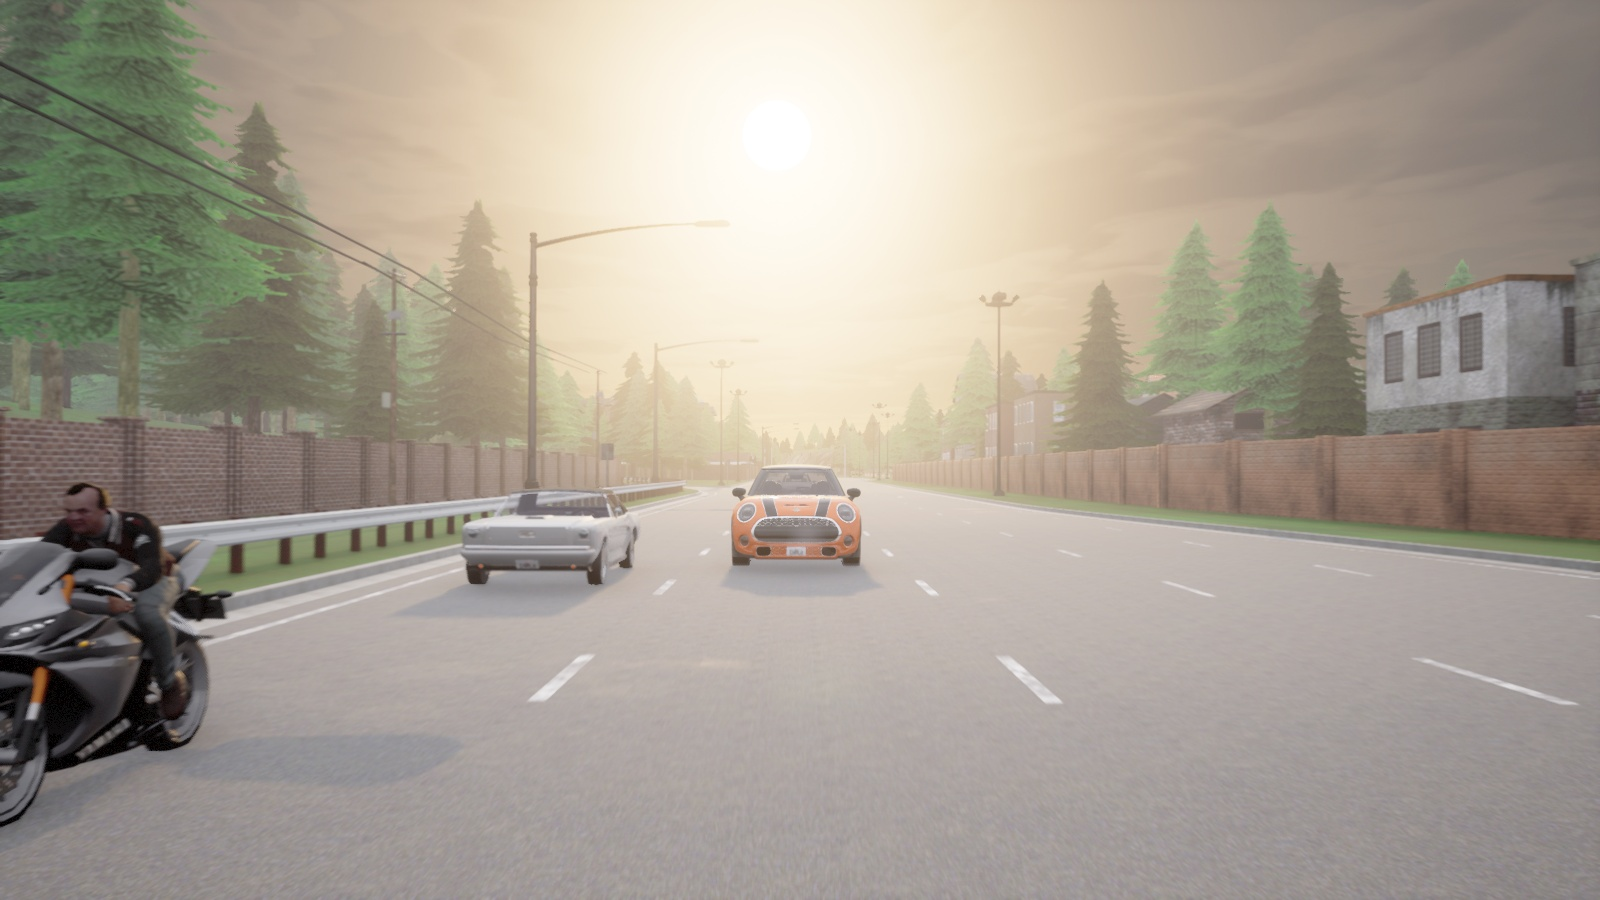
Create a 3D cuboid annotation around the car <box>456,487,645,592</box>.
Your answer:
[{"bbox_3d":[-3.545,1.242,18.735,1.895,1.301,4.718,0,-1,0],"label":"car"}]

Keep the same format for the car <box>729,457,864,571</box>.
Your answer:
[{"bbox_3d":[-0.054,1.038,21.851,2.097,1.767,4.553,0,-1,0],"label":"car"}]

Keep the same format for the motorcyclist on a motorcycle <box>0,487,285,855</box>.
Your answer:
[{"bbox_3d":[-3.516,0.971,6.428,0.866,1.530,2.191,0,-1,0],"label":"motorcyclist on a motorcycle"}]
